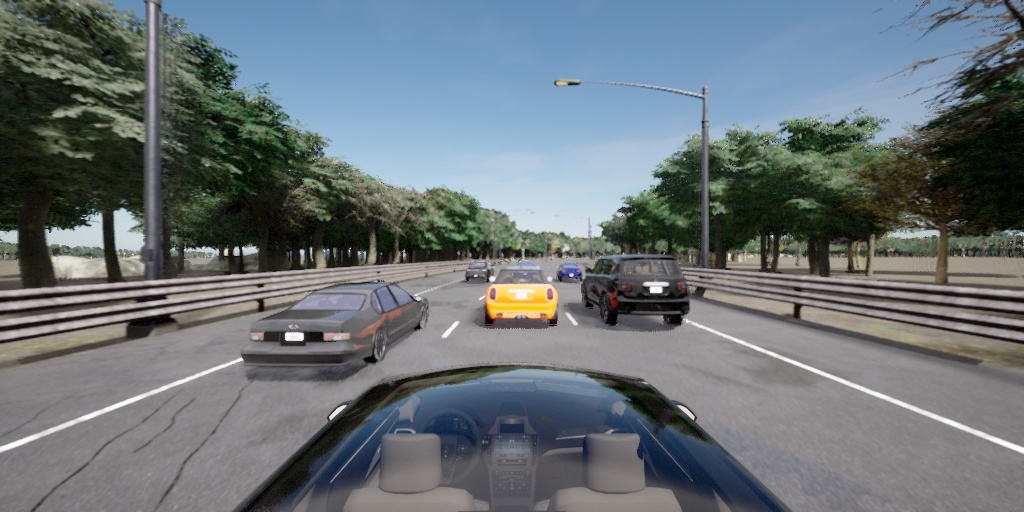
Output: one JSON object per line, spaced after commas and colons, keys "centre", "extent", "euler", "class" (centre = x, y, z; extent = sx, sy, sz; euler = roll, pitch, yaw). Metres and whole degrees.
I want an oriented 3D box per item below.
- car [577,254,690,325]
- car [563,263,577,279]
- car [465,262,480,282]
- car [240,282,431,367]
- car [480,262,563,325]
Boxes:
{"centre": [3.777, 0.966, 11.902], "extent": [2.150, 2.045, 5.566], "euler": [0, 0, 2], "class": "car"}
{"centre": [4.666, 1.258, 29.344], "extent": [1.812, 1.442, 4.674], "euler": [0, 0, 4], "class": "car"}
{"centre": [-2.443, 1.218, 28.218], "extent": [2.128, 1.511, 4.902], "euler": [0, 0, 4], "class": "car"}
{"centre": [-3.319, 1.289, 8.045], "extent": [2.033, 1.411, 5.357], "euler": [0, 0, 1], "class": "car"}
{"centre": [0.293, 1.095, 11.899], "extent": [2.097, 1.767, 4.553], "euler": [0, 0, 1], "class": "car"}
